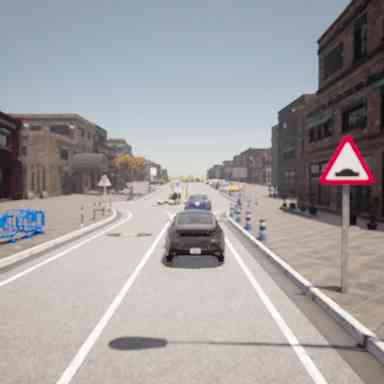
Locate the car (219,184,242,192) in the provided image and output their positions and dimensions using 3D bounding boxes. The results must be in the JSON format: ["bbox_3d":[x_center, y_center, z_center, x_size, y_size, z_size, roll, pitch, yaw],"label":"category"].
[{"bbox_3d":[8.172,-0.855,70.878,4.674,1.452,2.002,0,3,-1],"label":"car"}]

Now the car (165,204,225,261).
[{"bbox_3d":[0.098,1.385,11.829,1.837,1.490,4.892,0,1,0],"label":"car"}]

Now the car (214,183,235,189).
[{"bbox_3d":[8.036,-1.488,81.882,5.008,1.535,2.097,0,3,-1],"label":"car"}]

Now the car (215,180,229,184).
[{"bbox_3d":[8.105,-1.174,73.619,4.553,1.767,2.185,0,3,-1],"label":"car"}]

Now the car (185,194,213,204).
[{"bbox_3d":[0.637,0.903,27.940,2.097,1.767,4.553,0,2,5],"label":"car"}]

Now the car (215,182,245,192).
[{"bbox_3d":[8.015,-0.741,68.120,5.366,1.575,1.946,0,3,-1],"label":"car"}]

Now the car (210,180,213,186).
[{"bbox_3d":[7.983,-1.762,87.387,4.892,1.521,2.231,0,3,-1],"label":"car"}]

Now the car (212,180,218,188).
[{"bbox_3d":[8.134,-1.450,76.364,5.566,2.045,2.435,0,3,-1],"label":"car"}]
